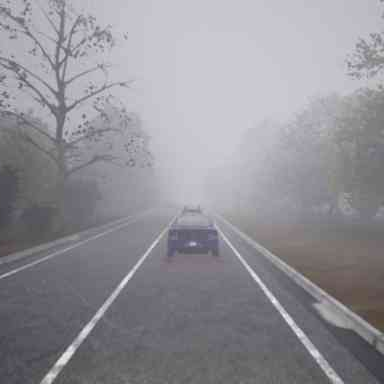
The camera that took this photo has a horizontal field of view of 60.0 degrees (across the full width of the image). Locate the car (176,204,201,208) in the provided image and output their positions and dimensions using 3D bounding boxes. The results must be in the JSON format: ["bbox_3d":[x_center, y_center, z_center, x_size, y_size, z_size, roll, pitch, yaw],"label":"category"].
[{"bbox_3d":[0.048,1.816,27.591,2.128,1.511,4.902,0,-1,1],"label":"car"}]

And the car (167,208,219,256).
[{"bbox_3d":[0.056,1.632,13.774,1.882,1.535,5.008,0,0,0],"label":"car"}]

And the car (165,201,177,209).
[{"bbox_3d":[-3.552,2.158,57.020,1.895,1.301,4.718,0,0,1],"label":"car"}]
